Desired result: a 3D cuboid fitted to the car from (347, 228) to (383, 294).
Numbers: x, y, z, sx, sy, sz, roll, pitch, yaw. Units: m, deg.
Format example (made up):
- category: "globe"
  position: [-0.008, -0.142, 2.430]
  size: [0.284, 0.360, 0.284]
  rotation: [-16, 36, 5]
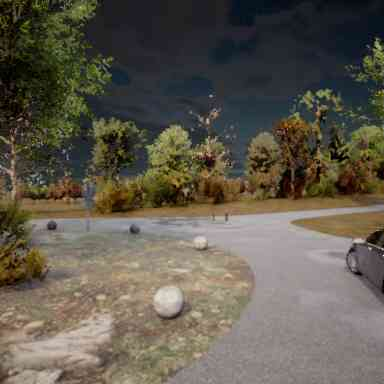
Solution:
- category: "car"
  position: [4.939, 1.520, 7.428]
  size: [1.837, 1.490, 4.892]
  rotation: [0, 0, 13]
